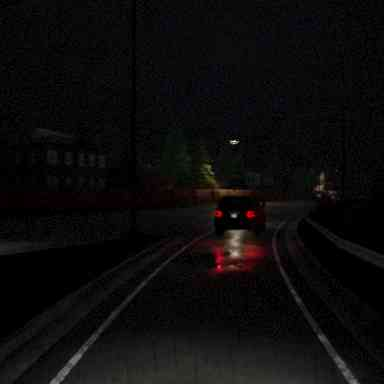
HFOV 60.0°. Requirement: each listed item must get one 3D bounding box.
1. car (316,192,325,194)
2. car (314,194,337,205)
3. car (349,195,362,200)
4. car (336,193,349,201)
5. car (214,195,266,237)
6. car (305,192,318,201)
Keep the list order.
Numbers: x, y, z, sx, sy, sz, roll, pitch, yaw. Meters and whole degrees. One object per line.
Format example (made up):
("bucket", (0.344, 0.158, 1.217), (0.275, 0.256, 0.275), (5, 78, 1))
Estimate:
("car", (34.126, 1.485, 85.466), (2.128, 1.511, 4.902), (0, 0, 35))
("car", (22.909, 1.538, 56.997), (1.994, 1.385, 4.181), (0, 0, 35))
("car", (42.028, 1.577, 84.553), (1.895, 1.301, 4.718), (0, 0, 35))
("car", (37.216, 1.325, 83.777), (2.097, 1.767, 4.553), (0, 0, 35))
("car", (2.728, 1.202, 18.122), (2.150, 2.045, 5.566), (0, 0, 17))
("car", (31.257, 1.474, 87.471), (2.128, 1.511, 4.902), (0, 0, 35))
